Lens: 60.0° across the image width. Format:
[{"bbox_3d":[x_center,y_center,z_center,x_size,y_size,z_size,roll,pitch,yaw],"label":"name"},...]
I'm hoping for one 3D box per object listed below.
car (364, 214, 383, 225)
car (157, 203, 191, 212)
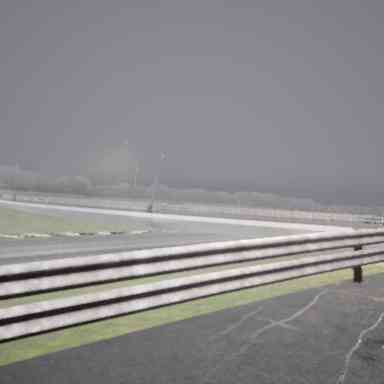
[{"bbox_3d":[22.192,3.324,37.390,5.008,1.535,1.882,3,-2,14],"label":"car"},{"bbox_3d":[-2.861,2.281,47.040,4.181,1.385,1.994,2,-3,31],"label":"car"}]
